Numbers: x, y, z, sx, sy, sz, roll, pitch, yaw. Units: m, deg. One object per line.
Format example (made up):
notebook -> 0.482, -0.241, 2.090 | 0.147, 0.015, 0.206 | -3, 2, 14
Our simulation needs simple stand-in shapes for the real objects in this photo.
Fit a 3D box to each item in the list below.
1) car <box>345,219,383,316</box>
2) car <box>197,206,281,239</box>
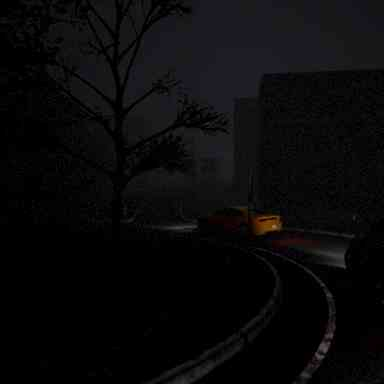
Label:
car -> 4.867, 1.351, 7.306 | 2.097, 1.767, 4.553 | 0, 0, 17
car -> 2.326, 1.476, 17.642 | 1.882, 1.535, 5.008 | 0, 0, -39
